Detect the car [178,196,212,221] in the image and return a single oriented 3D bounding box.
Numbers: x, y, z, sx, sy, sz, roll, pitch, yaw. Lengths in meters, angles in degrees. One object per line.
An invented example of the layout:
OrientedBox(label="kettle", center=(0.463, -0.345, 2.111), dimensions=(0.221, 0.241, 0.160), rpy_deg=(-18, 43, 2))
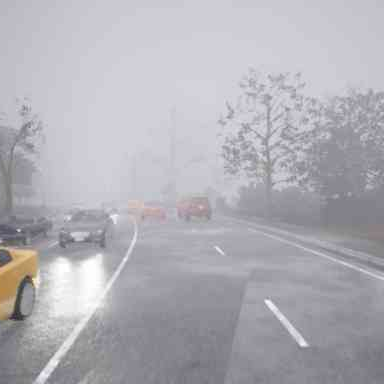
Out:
OrientedBox(label="car", center=(0.170, 1.379, 29.554), dimensions=(2.150, 2.045, 5.566), rpy_deg=(0, 0, -12))

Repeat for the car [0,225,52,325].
OrientedBox(label="car", center=(-3.816, 1.501, 4.501), dimensions=(1.882, 1.535, 5.008), rpy_deg=(0, 0, -3))

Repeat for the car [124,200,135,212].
OrientedBox(label="car", center=(-8.068, 1.794, 45.194), dimensions=(1.882, 1.535, 5.008), rpy_deg=(0, 0, -19))

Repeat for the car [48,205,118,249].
OrientedBox(label="car", center=(-4.672, 1.587, 15.326), dimensions=(2.128, 1.511, 4.902), rpy_deg=(0, 0, -7))

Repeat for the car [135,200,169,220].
OrientedBox(label="car", center=(-3.817, 1.547, 31.024), dimensions=(2.097, 1.767, 4.553), rpy_deg=(0, 0, -13))

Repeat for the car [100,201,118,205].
OrientedBox(label="car", center=(-10.146, 1.803, 40.562), dimensions=(2.128, 1.511, 4.902), rpy_deg=(0, 0, -18))

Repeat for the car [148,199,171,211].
OrientedBox(label="car", center=(-4.537, 1.776, 45.715), dimensions=(2.128, 1.511, 4.902), rpy_deg=(0, 0, -19))

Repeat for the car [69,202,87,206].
OrientedBox(label="car", center=(-13.410, 1.860, 39.270), dimensions=(1.812, 1.442, 4.674), rpy_deg=(0, -1, -18))

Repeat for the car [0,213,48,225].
OrientedBox(label="car", center=(-8.281, 1.723, 16.055), dimensions=(1.895, 1.301, 4.718), rpy_deg=(0, 0, -7))
